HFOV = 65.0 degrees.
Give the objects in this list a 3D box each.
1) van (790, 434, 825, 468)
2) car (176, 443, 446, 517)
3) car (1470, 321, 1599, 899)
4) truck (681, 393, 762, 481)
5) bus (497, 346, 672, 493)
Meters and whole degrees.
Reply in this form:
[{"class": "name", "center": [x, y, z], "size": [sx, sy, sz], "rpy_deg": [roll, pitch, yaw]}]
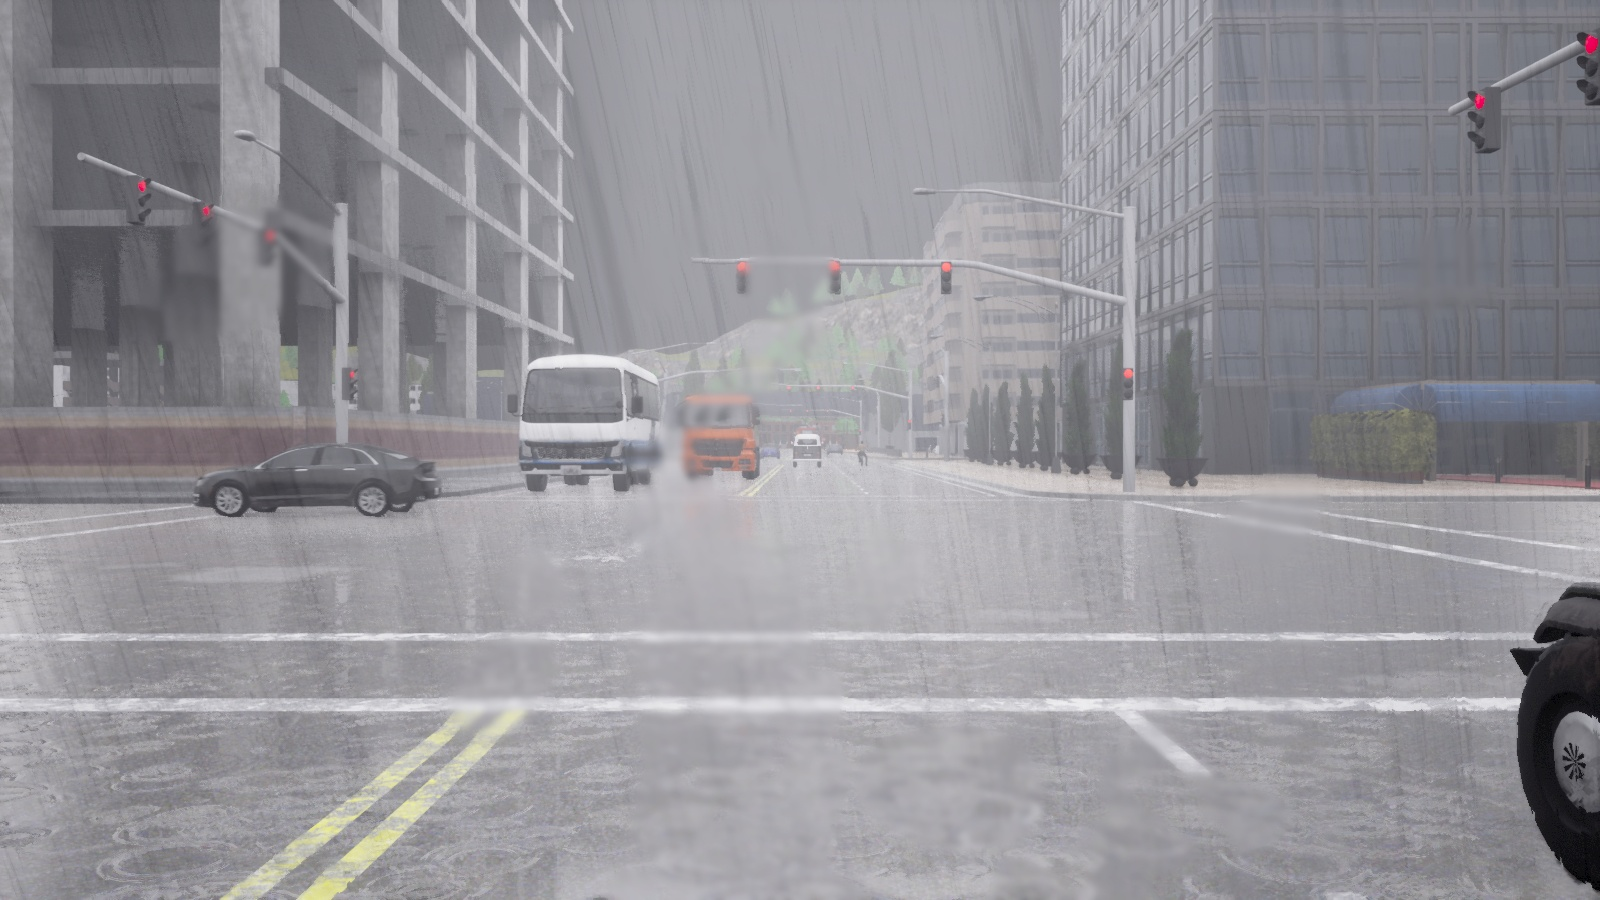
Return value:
[{"class": "van", "center": [0.452, 0.032, 77.677], "size": [2.069, 2.038, 4.480], "rpy_deg": [0, 0, 0]}, {"class": "car", "center": [-10.057, 0.596, 26.091], "size": [4.892, 1.490, 1.837], "rpy_deg": [0, 0, 0]}, {"class": "car", "center": [3.532, 0.529, 2.910], "size": [1.905, 1.878, 3.866], "rpy_deg": [0, 0, 0]}, {"class": "truck", "center": [-3.185, -0.538, 53.268], "size": [2.891, 3.462, 7.936], "rpy_deg": [0, 0, 0]}, {"class": "bus", "center": [-6.751, -0.869, 41.471], "size": [3.944, 4.253, 10.273], "rpy_deg": [0, 0, 0]}]
